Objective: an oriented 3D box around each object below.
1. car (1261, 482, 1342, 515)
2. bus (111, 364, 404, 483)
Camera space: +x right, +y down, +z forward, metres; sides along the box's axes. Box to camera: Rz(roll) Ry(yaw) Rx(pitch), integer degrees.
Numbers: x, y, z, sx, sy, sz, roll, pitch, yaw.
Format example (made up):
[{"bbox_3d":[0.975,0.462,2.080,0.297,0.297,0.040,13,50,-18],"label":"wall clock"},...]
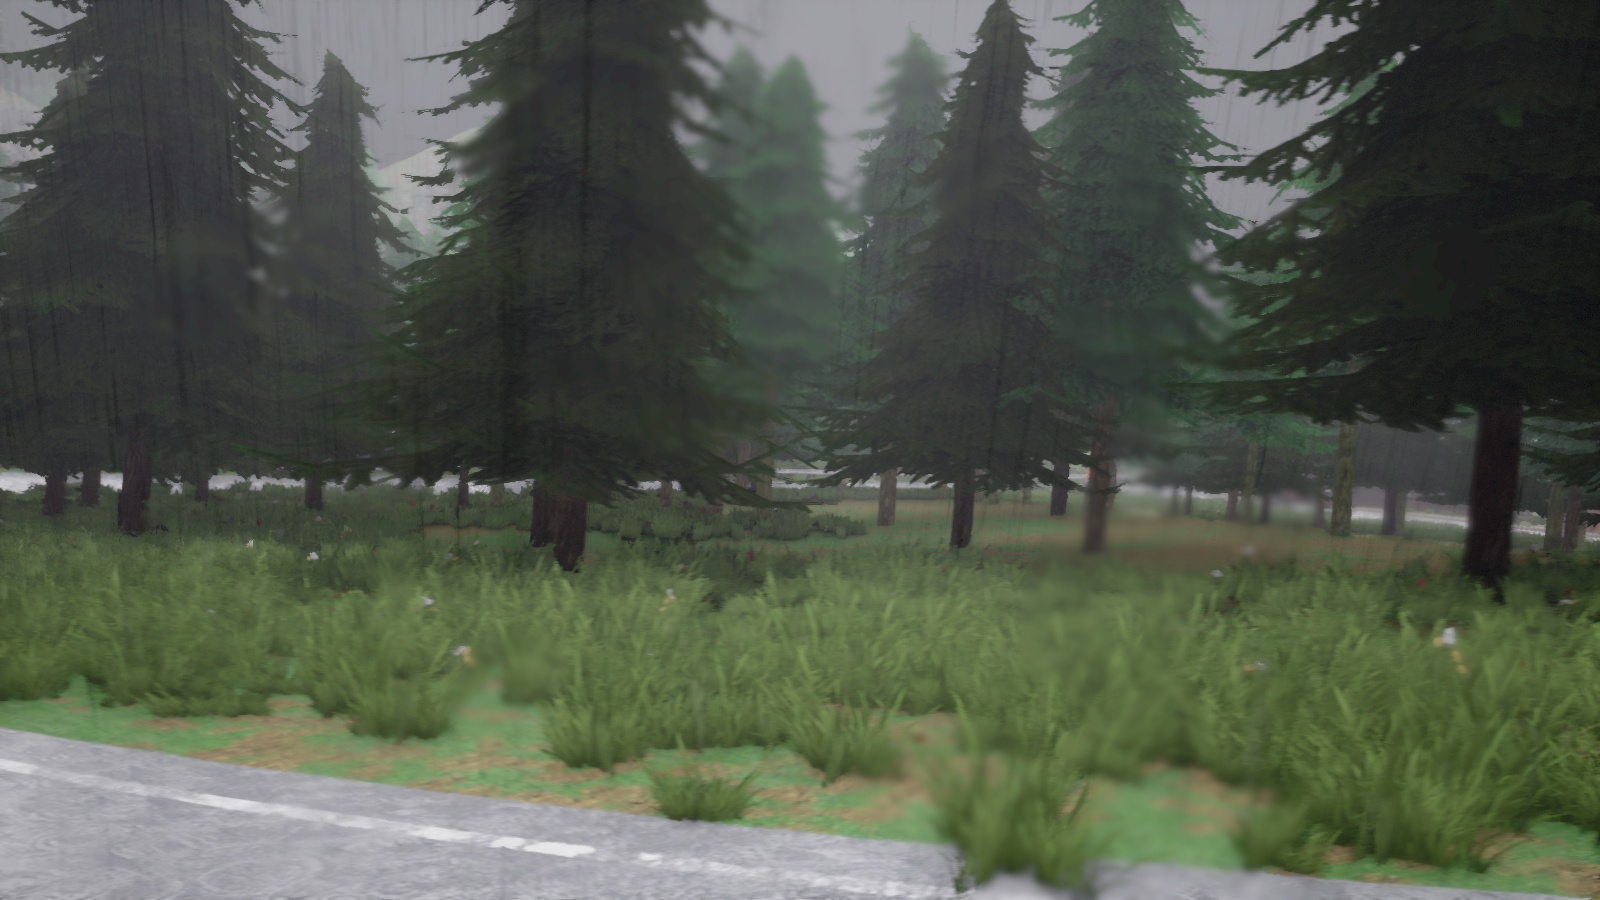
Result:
[{"bbox_3d":[34.366,3.331,86.114,2.097,1.767,4.553,2,3,-45],"label":"car"},{"bbox_3d":[-22.353,-1.001,52.349,10.273,4.253,3.944,2,3,-45],"label":"bus"}]
